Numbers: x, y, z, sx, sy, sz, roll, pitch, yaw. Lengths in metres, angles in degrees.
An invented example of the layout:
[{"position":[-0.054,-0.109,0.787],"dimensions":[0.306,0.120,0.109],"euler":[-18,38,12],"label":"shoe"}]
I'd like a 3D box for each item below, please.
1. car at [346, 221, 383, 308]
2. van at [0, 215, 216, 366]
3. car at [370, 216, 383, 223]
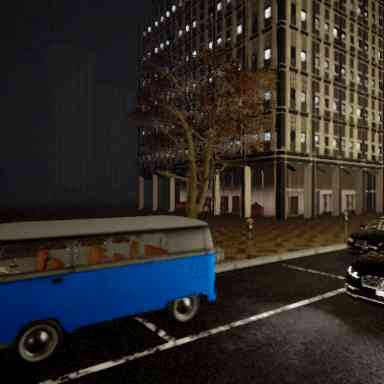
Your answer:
[{"position":[5.224,1.477,7.104],"dimensions":[4.892,1.490,1.837],"euler":[0,0,-35],"label":"car"},{"position":[-1.469,1.336,5.501],"dimensions":[3.998,1.788,1.690],"euler":[0,1,-35],"label":"van"},{"position":[7.181,1.508,11.673],"dimensions":[4.403,1.369,2.008],"euler":[0,1,-35],"label":"car"}]
